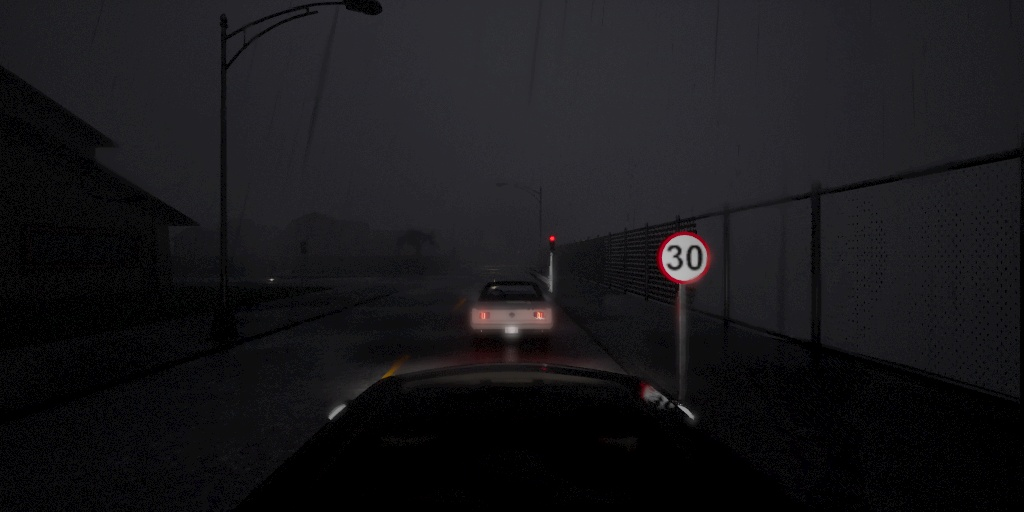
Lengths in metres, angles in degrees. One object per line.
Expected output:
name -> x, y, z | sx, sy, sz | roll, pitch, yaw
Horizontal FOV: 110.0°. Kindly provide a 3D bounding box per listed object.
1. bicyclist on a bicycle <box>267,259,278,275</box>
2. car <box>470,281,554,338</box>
bicyclist on a bicycle -> -24.324, 1.099, 36.471 | 0.582, 1.620, 1.656 | 0, 0, 0
car -> -0.002, 1.351, 10.163 | 1.895, 1.301, 4.718 | 0, 0, 0
